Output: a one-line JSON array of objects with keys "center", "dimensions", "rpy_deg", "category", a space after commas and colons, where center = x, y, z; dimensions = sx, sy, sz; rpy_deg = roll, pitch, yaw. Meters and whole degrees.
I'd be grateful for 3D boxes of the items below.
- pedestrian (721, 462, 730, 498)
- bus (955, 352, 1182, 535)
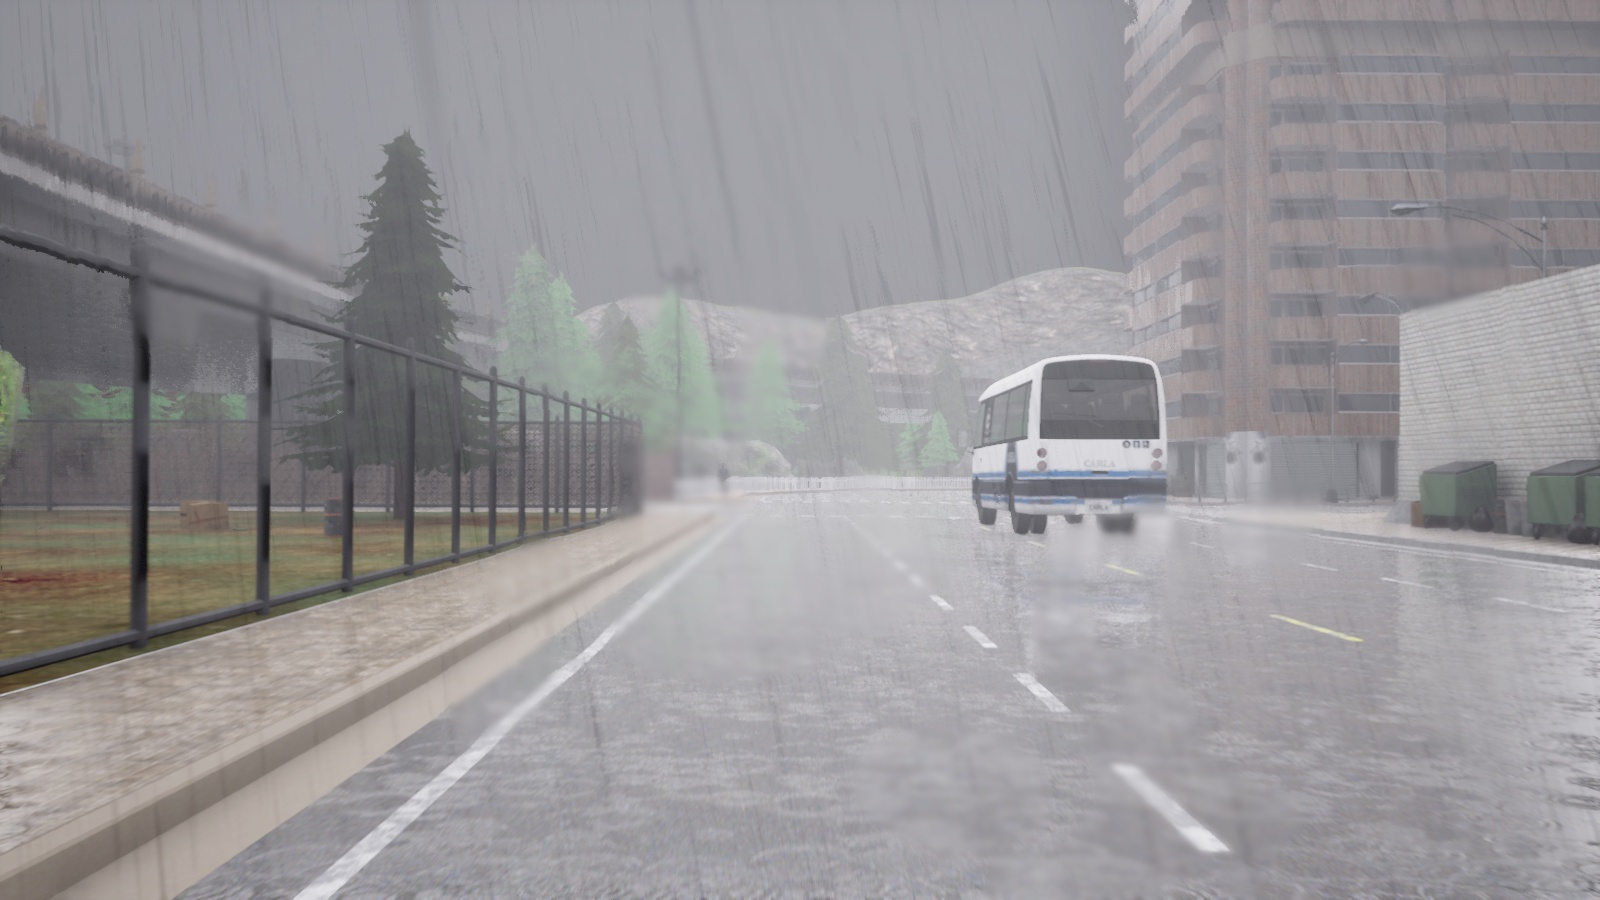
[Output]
[{"center": [-4.140, 1.649, 69.521], "dimensions": [0.423, 1.949, 0.788], "rpy_deg": [0, -1, 0], "category": "pedestrian"}, {"center": [6.877, -0.014, 34.373], "dimensions": [3.944, 4.253, 10.273], "rpy_deg": [0, -2, 0], "category": "bus"}]
